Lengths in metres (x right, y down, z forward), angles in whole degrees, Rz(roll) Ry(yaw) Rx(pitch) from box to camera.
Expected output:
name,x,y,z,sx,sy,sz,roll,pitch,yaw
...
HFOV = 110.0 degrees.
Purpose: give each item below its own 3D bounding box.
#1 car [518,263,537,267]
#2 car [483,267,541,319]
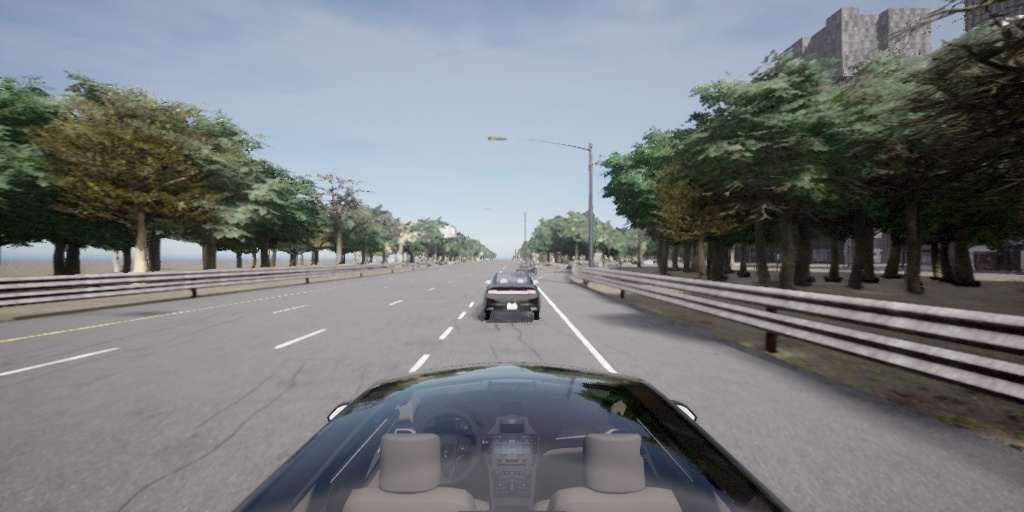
name,x,y,z,sx,sy,sz,roll,pitch,yaw
car,1.728,1.531,40.095,2.128,1.511,4.902,0,0,11
car,0.002,1.328,13.216,2.128,1.511,4.902,0,0,0
